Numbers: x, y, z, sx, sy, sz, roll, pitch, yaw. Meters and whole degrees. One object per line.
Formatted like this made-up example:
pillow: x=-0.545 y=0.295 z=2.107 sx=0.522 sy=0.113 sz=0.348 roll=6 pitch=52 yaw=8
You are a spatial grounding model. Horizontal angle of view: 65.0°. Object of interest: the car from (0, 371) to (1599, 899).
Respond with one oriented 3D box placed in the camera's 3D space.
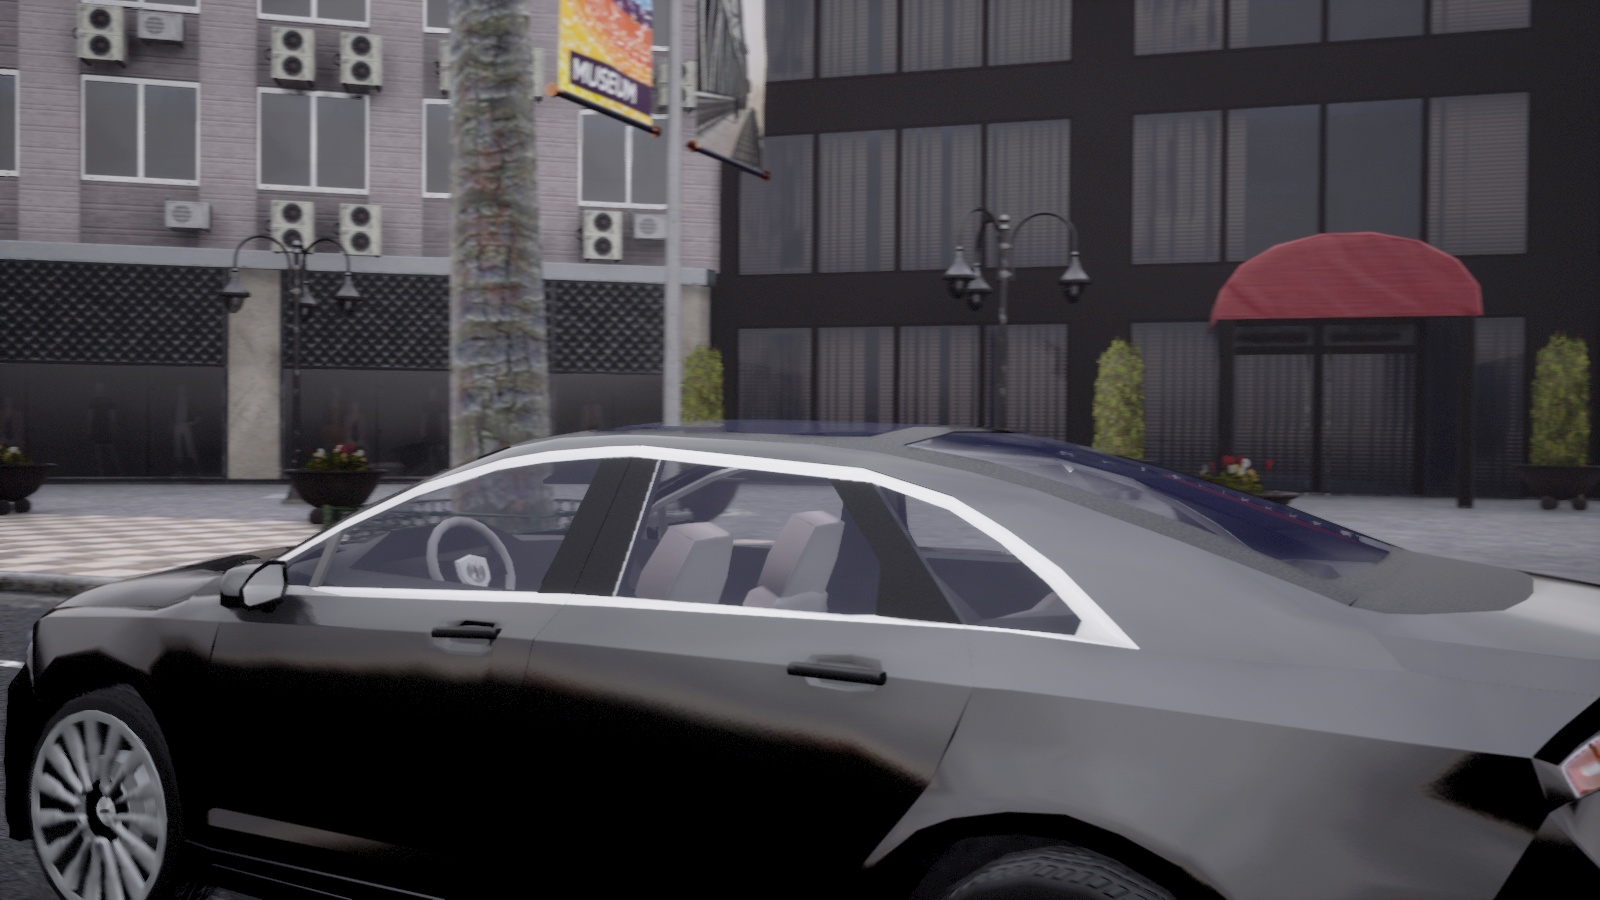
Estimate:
car: x=-0.286 y=0.637 z=3.650 sx=4.902 sy=1.511 sz=2.128 roll=0 pitch=1 yaw=30
